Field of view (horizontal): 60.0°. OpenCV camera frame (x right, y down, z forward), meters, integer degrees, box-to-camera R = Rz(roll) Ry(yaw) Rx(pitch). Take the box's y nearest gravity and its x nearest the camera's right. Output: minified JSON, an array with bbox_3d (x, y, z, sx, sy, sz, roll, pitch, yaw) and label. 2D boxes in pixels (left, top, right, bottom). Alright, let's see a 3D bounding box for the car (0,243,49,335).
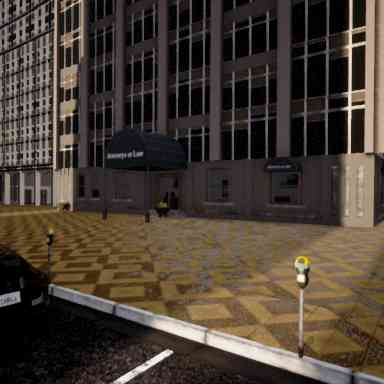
[{"bbox_3d":[-4.296,1.563,5.943,4.313,1.339,1.947,0,1,36],"label":"car"}]
